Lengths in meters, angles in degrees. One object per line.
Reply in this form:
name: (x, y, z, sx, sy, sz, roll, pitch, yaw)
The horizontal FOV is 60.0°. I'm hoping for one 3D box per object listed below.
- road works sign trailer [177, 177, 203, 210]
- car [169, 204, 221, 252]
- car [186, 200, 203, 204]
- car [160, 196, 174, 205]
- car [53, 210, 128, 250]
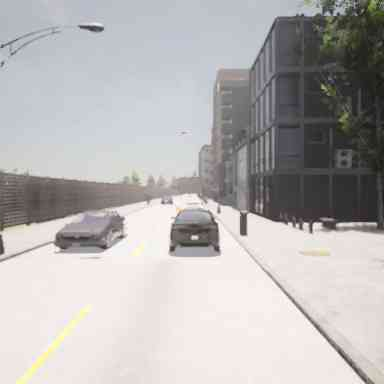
road works sign trailer: (-0.159, 0.323, 32.225, 2.380, 3.560, 2.880, -2, 0, -13)
car: (0.099, 1.438, 13.875, 1.882, 1.535, 5.008, 0, -1, 0)
car: (0.223, 1.453, 28.602, 1.812, 1.442, 4.674, -1, 0, 5)
car: (-4.068, 1.336, 54.839, 2.128, 1.511, 4.902, 0, 0, 0)
car: (-4.101, 1.506, 14.442, 2.033, 1.411, 5.357, 0, 0, 0)
